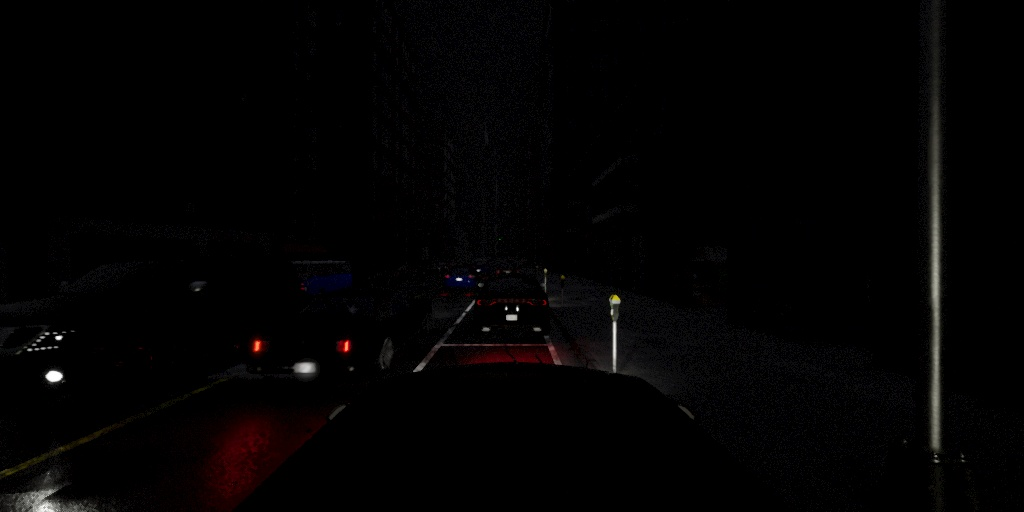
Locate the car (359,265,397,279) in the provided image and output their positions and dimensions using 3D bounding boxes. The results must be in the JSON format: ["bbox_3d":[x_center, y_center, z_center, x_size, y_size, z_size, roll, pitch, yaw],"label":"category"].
[{"bbox_3d":[-8.813,1.317,21.829,1.948,1.339,4.313,0,0,0],"label":"car"}]

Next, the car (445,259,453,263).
[{"bbox_3d":[-8.814,1.341,43.834,1.802,1.307,4.207,0,0,0],"label":"car"}]

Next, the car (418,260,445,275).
[{"bbox_3d":[-8.813,1.322,38.333,1.948,1.339,4.313,0,0,0],"label":"car"}]

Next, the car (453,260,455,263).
[{"bbox_3d":[-8.814,1.201,49.336,1.967,1.591,4.097,0,0,0],"label":"car"}]

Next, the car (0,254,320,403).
[{"bbox_3d":[-6.257,0.971,6.727,2.150,2.045,5.566,0,0,0],"label":"car"}]

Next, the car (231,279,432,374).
[{"bbox_3d":[-3.045,1.351,7.500,1.895,1.301,4.718,0,0,0],"label":"car"}]

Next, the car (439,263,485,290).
[{"bbox_3d":[-3.044,1.315,22.566,1.994,1.385,4.181,0,0,0],"label":"car"}]

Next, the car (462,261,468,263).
[{"bbox_3d":[-6.145,1.377,50.110,2.033,1.411,5.357,0,0,0],"label":"car"}]

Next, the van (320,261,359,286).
[{"bbox_3d":[-8.813,1.091,16.328,1.690,1.789,3.998,0,0,0],"label":"van"}]

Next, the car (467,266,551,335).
[{"bbox_3d":[-0.006,1.228,10.500,1.882,1.535,5.008,0,0,0],"label":"car"}]

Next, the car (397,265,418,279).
[{"bbox_3d":[-8.813,1.335,27.331,1.802,1.307,4.207,0,0,0],"label":"car"}]

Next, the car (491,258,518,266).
[{"bbox_3d":[-0.288,1.193,27.330,1.967,1.591,4.097,0,0,0],"label":"car"}]

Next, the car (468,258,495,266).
[{"bbox_3d":[-3.146,1.234,37.756,1.882,1.535,5.008,0,0,0],"label":"car"}]
